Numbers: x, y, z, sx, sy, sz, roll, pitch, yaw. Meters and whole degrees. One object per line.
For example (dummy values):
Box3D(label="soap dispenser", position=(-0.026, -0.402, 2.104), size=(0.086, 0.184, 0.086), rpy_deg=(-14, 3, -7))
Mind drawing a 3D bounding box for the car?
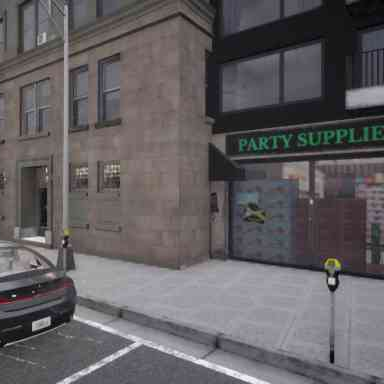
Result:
Box3D(label="car", position=(-3.822, 1.551, 5.769), size=(4.403, 1.369, 2.008), rpy_deg=(0, 0, 35))
